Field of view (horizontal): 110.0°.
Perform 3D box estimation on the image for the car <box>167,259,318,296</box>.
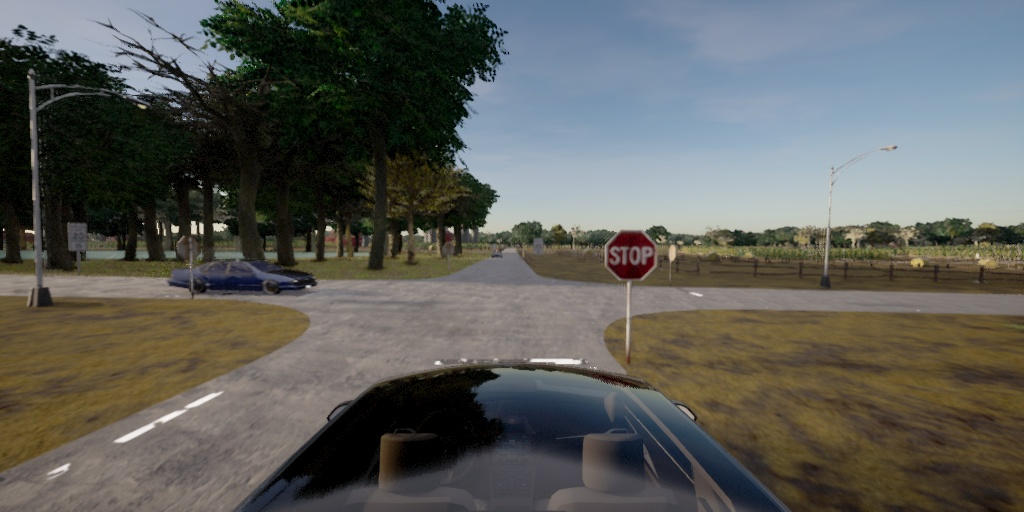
[{"bbox_3d":[-11.335,0.854,15.257,5.357,1.411,2.033,1,2,0],"label":"car"}]
